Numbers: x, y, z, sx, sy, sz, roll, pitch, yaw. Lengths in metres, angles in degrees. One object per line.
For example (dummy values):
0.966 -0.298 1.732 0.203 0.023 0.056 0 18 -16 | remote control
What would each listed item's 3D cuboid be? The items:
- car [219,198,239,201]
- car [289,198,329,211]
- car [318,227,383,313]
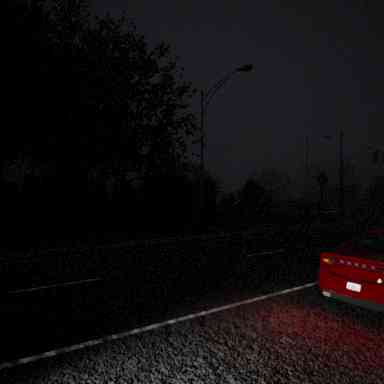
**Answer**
6.192 1.463 53.081 1.837 1.490 4.892 0 2 -32 | car
14.138 1.476 40.421 1.882 1.535 5.008 0 0 -32 | car
4.797 1.477 7.146 5.008 1.535 1.882 0 0 -35 | car
